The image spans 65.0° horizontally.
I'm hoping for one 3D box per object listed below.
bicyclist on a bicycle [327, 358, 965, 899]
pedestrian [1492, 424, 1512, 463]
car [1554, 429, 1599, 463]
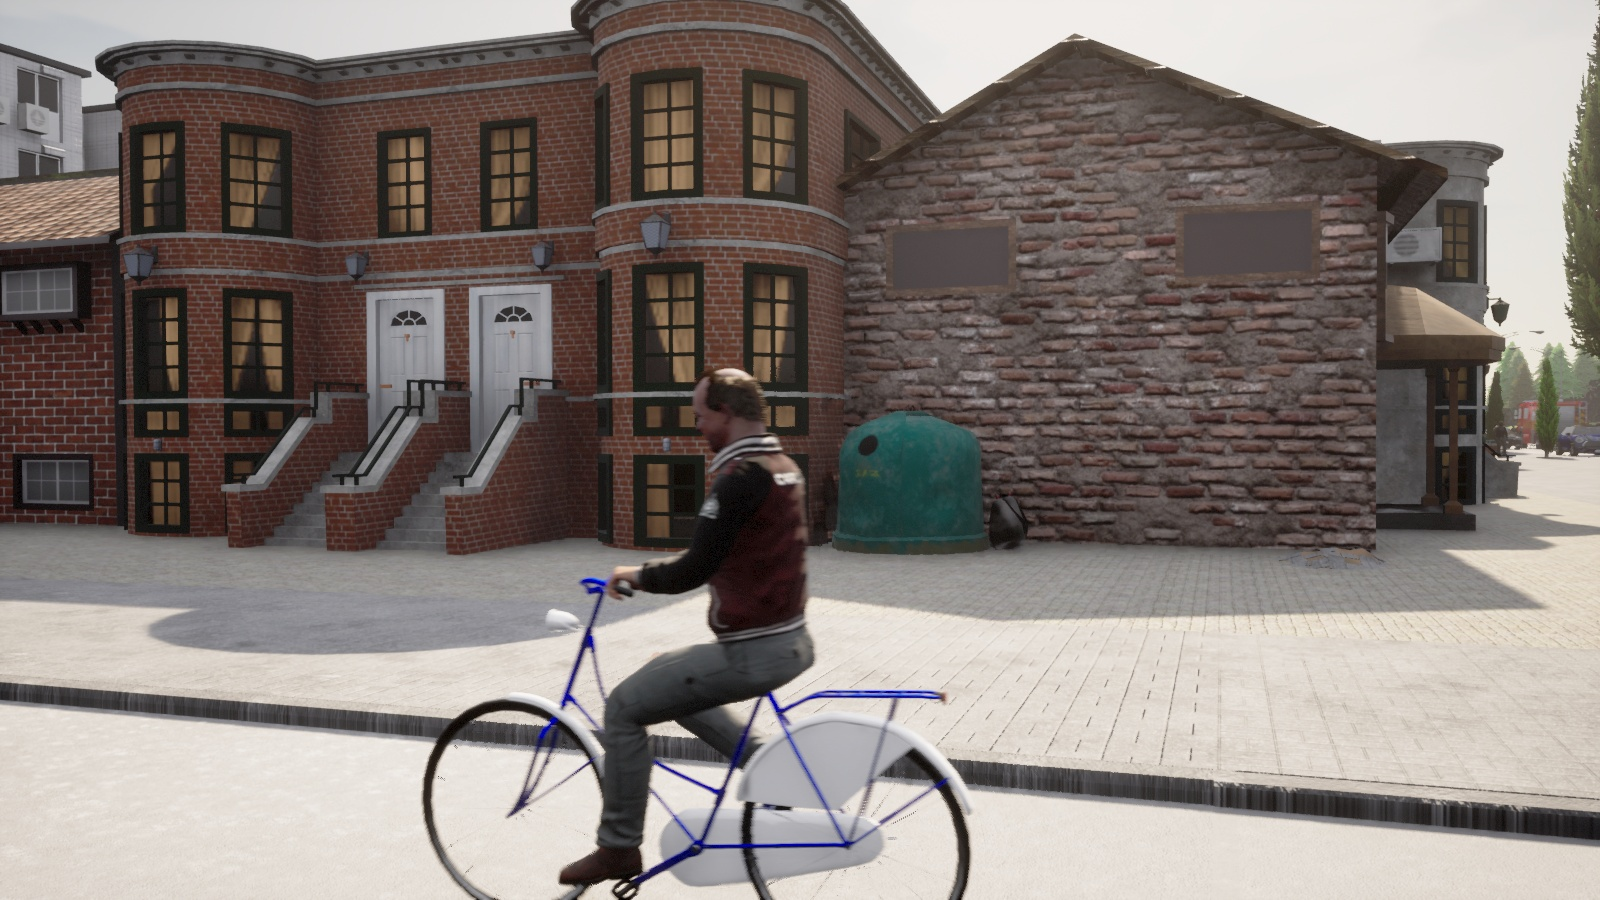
[{"bbox_3d":[-0.476,0.633,3.882,1.843,1.776,0.659,1,1,19],"label":"bicyclist on a bicycle"},{"bbox_3d":[34.058,-0.311,60.932,0.563,1.883,0.849,0,1,12],"label":"pedestrian"},{"bbox_3d":[42.183,-0.233,67.250,2.097,1.767,4.553,1,1,19],"label":"car"}]
